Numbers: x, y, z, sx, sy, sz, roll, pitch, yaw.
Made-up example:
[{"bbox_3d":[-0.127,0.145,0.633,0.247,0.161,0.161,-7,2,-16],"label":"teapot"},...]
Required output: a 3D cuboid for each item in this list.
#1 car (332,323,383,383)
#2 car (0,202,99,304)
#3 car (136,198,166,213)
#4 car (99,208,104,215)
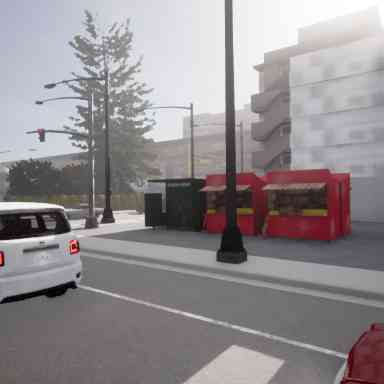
[{"bbox_3d":[3.232,1.601,1.679,4.718,1.301,1.895,0,0,35],"label":"car"},{"bbox_3d":[-4.784,1.234,7.361,5.566,2.045,2.150,0,0,36],"label":"car"},{"bbox_3d":[-4.161,1.482,37.621,2.097,1.767,4.553,-1,-1,36],"label":"car"},{"bbox_3d":[-10.122,1.732,29.407,1.895,1.301,4.718,-1,-1,36],"label":"car"}]
